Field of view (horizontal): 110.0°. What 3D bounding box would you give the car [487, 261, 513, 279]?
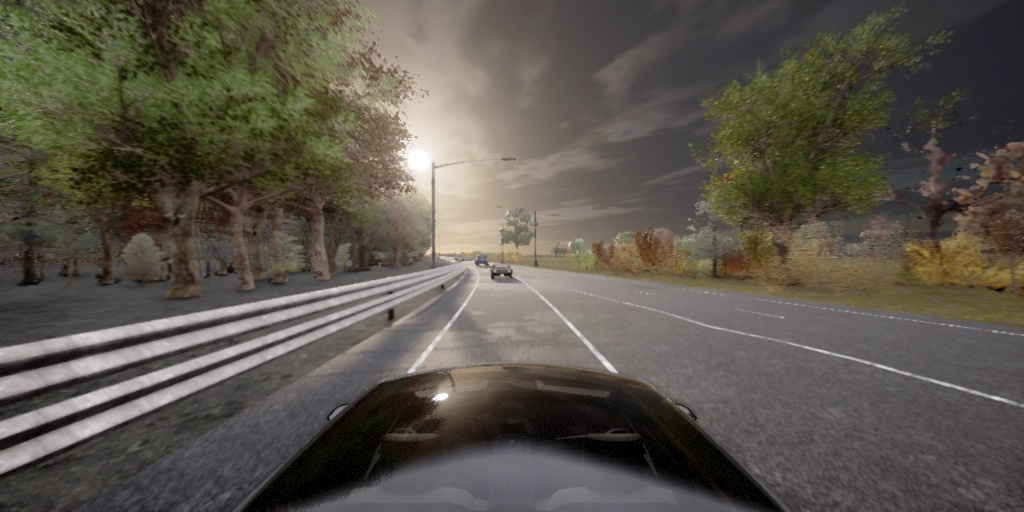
[{"bbox_3d":[-1.070,1.340,33.137,1.895,1.301,4.718,0,0,-5],"label":"car"}]
